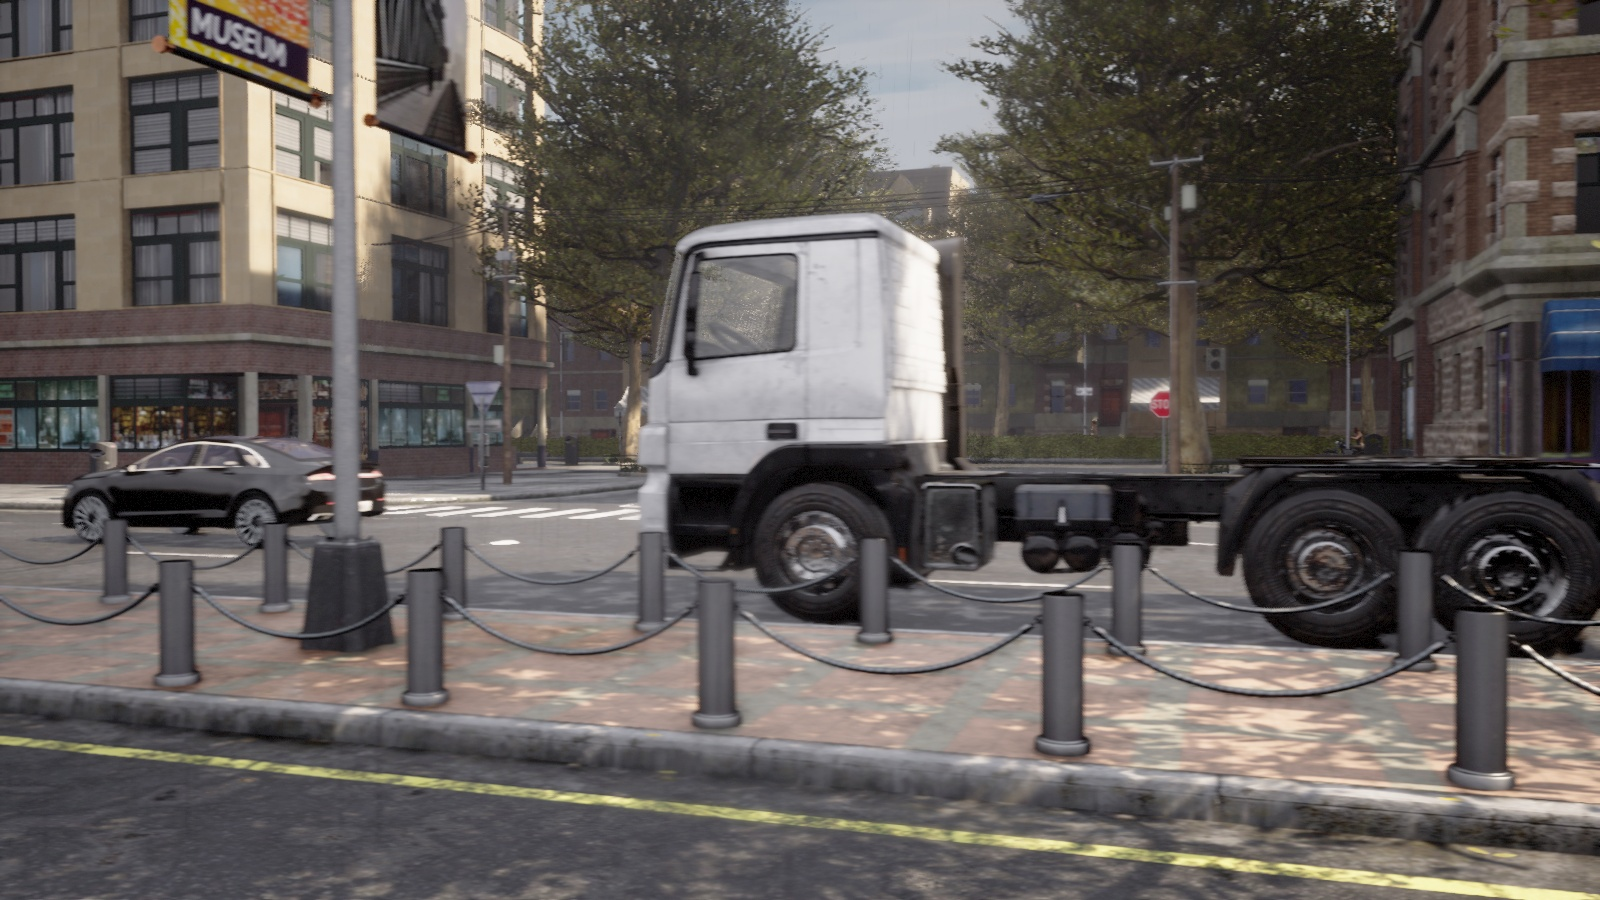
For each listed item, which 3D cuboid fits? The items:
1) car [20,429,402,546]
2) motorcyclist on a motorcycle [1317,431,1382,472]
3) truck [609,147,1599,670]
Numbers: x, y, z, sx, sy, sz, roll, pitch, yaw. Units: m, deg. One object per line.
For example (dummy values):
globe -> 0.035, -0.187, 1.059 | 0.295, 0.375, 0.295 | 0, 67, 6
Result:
car -> -8.492, 0.460, 18.181 | 4.902, 1.511, 2.128 | 1, 1, 19
motorcyclist on a motorcycle -> 22.528, 0.037, 51.523 | 2.350, 1.649, 0.766 | 0, 1, 18
truck -> 2.604, -0.318, 10.742 | 7.936, 3.462, 2.891 | 1, 1, 19
